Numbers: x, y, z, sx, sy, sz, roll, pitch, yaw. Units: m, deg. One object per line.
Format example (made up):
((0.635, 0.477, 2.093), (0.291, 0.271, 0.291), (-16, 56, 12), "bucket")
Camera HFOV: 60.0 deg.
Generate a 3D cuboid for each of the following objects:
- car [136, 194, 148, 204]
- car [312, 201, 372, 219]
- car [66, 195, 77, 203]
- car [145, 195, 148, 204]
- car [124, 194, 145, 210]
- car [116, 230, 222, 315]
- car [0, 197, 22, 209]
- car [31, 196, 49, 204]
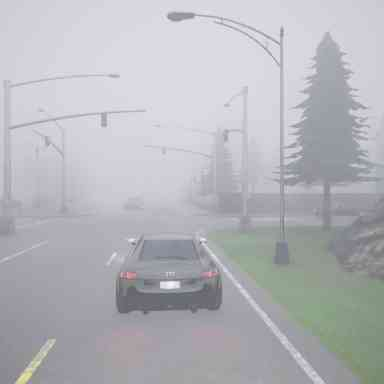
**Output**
((-9.477, 1.352, 63.152), (2.097, 1.767, 4.553), (0, 0, -5), "car")
((12.716, 1.492, 28.334), (4.902, 1.511, 2.128), (0, 0, -7), "car")
((-23.555, 1.374, 64.347), (1.845, 1.501, 3.633), (0, 0, -5), "car")
((-8.538, 1.564, 52.942), (1.994, 1.385, 4.181), (0, 0, -5), "car")
((-7.608, 1.352, 43.092), (2.097, 1.767, 4.553), (0, 0, -5), "car")
((-0.556, 1.564, 7.701), (1.994, 1.385, 4.181), (0, 0, -5), "car")
((-21.330, 1.340, 38.409), (2.007, 1.523, 4.514), (0, 0, -5), "car")
((-25.893, 1.384, 56.700), (1.970, 1.475, 3.806), (0, 0, -5), "car")
